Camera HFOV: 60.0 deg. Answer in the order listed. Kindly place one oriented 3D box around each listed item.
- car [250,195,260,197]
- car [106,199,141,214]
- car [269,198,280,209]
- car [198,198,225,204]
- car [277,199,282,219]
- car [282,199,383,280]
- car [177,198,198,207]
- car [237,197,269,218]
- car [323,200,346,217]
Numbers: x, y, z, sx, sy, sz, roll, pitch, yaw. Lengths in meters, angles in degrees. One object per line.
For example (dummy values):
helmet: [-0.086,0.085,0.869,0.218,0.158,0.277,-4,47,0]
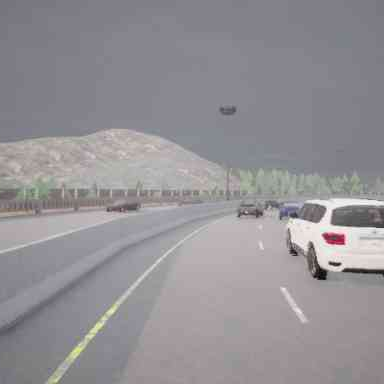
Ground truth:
car: [13.186,1.492,70.962,1.837,1.490,4.892,0,0,42]
car: [-7.425,1.476,36.208,1.882,1.535,5.008,0,0,20]
car: [10.535,1.502,42.185,1.837,1.490,4.892,0,0,27]
car: [3.187,1.544,43.545,2.033,1.411,5.357,0,0,26]
car: [8.475,1.524,28.259,1.812,1.442,4.674,0,0,18]
car: [4.321,1.222,9.973,2.150,2.045,5.566,0,0,7]
car: [-0.072,1.545,44.819,2.033,1.411,5.357,0,0,26]
car: [5.357,1.489,29.945,2.128,1.511,4.902,0,0,19]
car: [13.598,1.500,31.968,1.837,1.490,4.892,0,-1,22]
